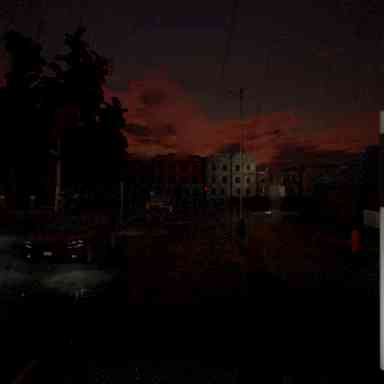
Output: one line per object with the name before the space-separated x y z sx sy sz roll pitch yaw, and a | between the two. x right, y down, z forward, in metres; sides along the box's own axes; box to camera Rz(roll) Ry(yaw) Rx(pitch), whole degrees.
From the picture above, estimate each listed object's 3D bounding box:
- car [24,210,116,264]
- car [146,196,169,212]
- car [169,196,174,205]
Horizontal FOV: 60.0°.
car | -4.115 1.477 11.970 1.882 1.535 5.008 0 0 0
car | -4.145 1.476 38.758 1.882 1.535 5.008 0 0 0
car | -4.072 1.490 57.572 2.128 1.511 4.902 0 0 0
